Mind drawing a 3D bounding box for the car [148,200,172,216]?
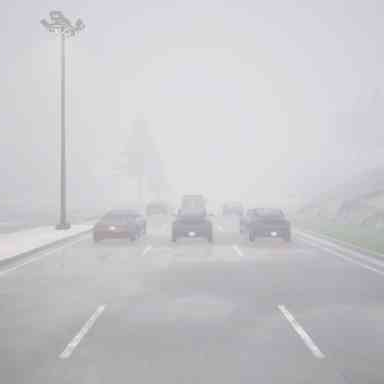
[{"bbox_3d":[-3.065,1.477,32.272,1.882,1.535,5.008,0,0,6],"label":"car"}]

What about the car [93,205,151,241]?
[{"bbox_3d":[-3.480,1.564,16.631,1.994,1.385,4.181,0,0,0],"label":"car"}]

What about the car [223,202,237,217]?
[{"bbox_3d":[3.804,1.601,31.033,1.895,1.301,4.718,0,0,5],"label":"car"}]

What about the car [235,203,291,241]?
[{"bbox_3d":[3.519,1.507,16.622,1.837,1.490,4.892,0,1,0],"label":"car"}]

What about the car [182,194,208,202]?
[{"bbox_3d":[0.233,1.225,30.504,2.150,2.045,5.566,0,0,4],"label":"car"}]

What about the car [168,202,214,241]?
[{"bbox_3d":[0.019,1.507,16.631,1.837,1.490,4.892,0,1,0],"label":"car"}]
